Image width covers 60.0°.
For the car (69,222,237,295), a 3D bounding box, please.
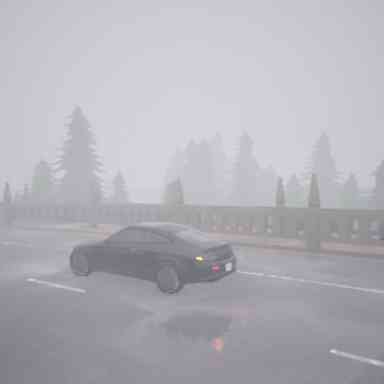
[{"bbox_3d":[-1.135,1.511,8.646,4.674,1.442,1.812,0,0,32],"label":"car"}]
